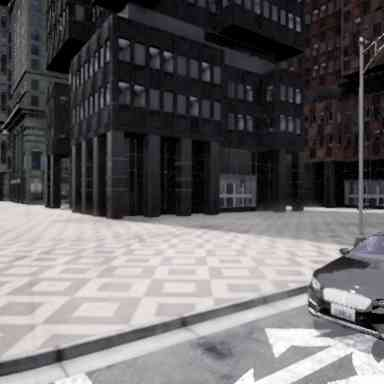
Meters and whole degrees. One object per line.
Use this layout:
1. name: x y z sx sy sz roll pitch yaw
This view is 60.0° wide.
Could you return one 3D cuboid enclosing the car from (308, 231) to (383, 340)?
1. car: 4.206 1.525 6.379 4.902 1.511 2.128 0 0 -36
